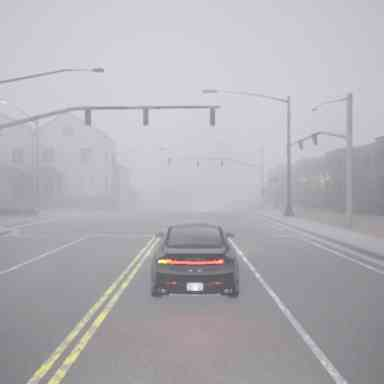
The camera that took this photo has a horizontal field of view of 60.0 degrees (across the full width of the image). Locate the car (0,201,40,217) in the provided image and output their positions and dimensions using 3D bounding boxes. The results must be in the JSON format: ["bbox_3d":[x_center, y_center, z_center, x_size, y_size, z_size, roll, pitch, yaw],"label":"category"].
[{"bbox_3d":[-16.491,1.533,30.947,4.181,1.385,1.994,0,0,1],"label":"car"}]

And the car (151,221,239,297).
[{"bbox_3d":[0.077,1.496,8.543,1.837,1.490,4.892,0,0,1],"label":"car"}]
